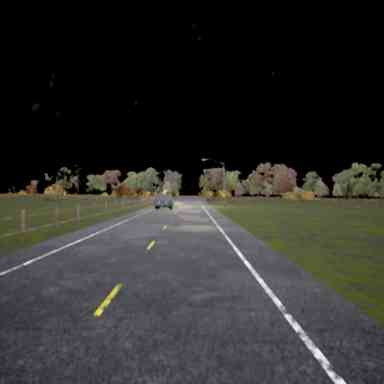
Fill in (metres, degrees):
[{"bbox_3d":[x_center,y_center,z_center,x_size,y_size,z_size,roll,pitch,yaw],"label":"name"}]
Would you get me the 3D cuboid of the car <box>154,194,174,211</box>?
[{"bbox_3d":[-3.598,1.307,43.365,2.150,2.045,5.566,0,0,0],"label":"car"}]
